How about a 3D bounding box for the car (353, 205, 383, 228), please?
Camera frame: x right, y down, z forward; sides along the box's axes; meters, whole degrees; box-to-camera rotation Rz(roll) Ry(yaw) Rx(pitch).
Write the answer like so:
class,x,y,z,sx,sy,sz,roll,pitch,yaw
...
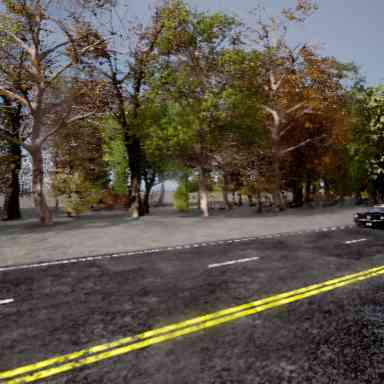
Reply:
class,x,y,z,sx,sy,sz,roll,pitch,yaw
car,11.748,1.476,20.043,4.718,1.301,1.895,0,0,-35
